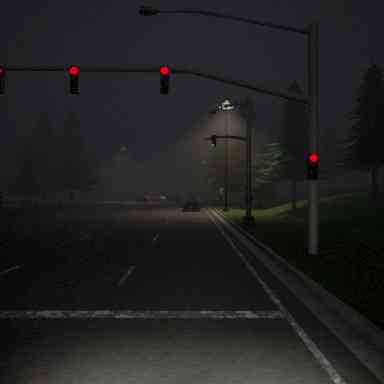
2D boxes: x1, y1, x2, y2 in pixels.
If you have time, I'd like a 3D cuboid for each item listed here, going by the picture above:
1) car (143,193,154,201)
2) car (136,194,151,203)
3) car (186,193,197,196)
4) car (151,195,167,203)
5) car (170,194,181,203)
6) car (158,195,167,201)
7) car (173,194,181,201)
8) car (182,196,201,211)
[{"bbox_3d":[-10.606,1.187,80.743,2.097,1.767,4.553,0,0,0],"label":"car"},{"bbox_3d":[-10.592,1.531,70.353,2.033,1.411,5.357,0,0,0],"label":"car"},{"bbox_3d":[-0.092,1.217,70.397,2.150,2.045,5.566,0,0,0],"label":"car"},{"bbox_3d":[-7.093,1.587,70.804,1.895,1.301,4.718,0,0,0],"label":"car"},{"bbox_3d":[-3.593,1.545,70.779,1.994,1.385,4.181,0,0,0],"label":"car"},{"bbox_3d":[-7.106,1.356,80.778,1.812,1.442,4.674,0,0,0],"label":"car"},{"bbox_3d":[-3.606,1.310,80.782,1.882,1.535,5.008,0,0,0],"label":"car"},{"bbox_3d":[-0.052,1.526,39.754,1.812,1.442,4.674,0,0,0],"label":"car"}]
